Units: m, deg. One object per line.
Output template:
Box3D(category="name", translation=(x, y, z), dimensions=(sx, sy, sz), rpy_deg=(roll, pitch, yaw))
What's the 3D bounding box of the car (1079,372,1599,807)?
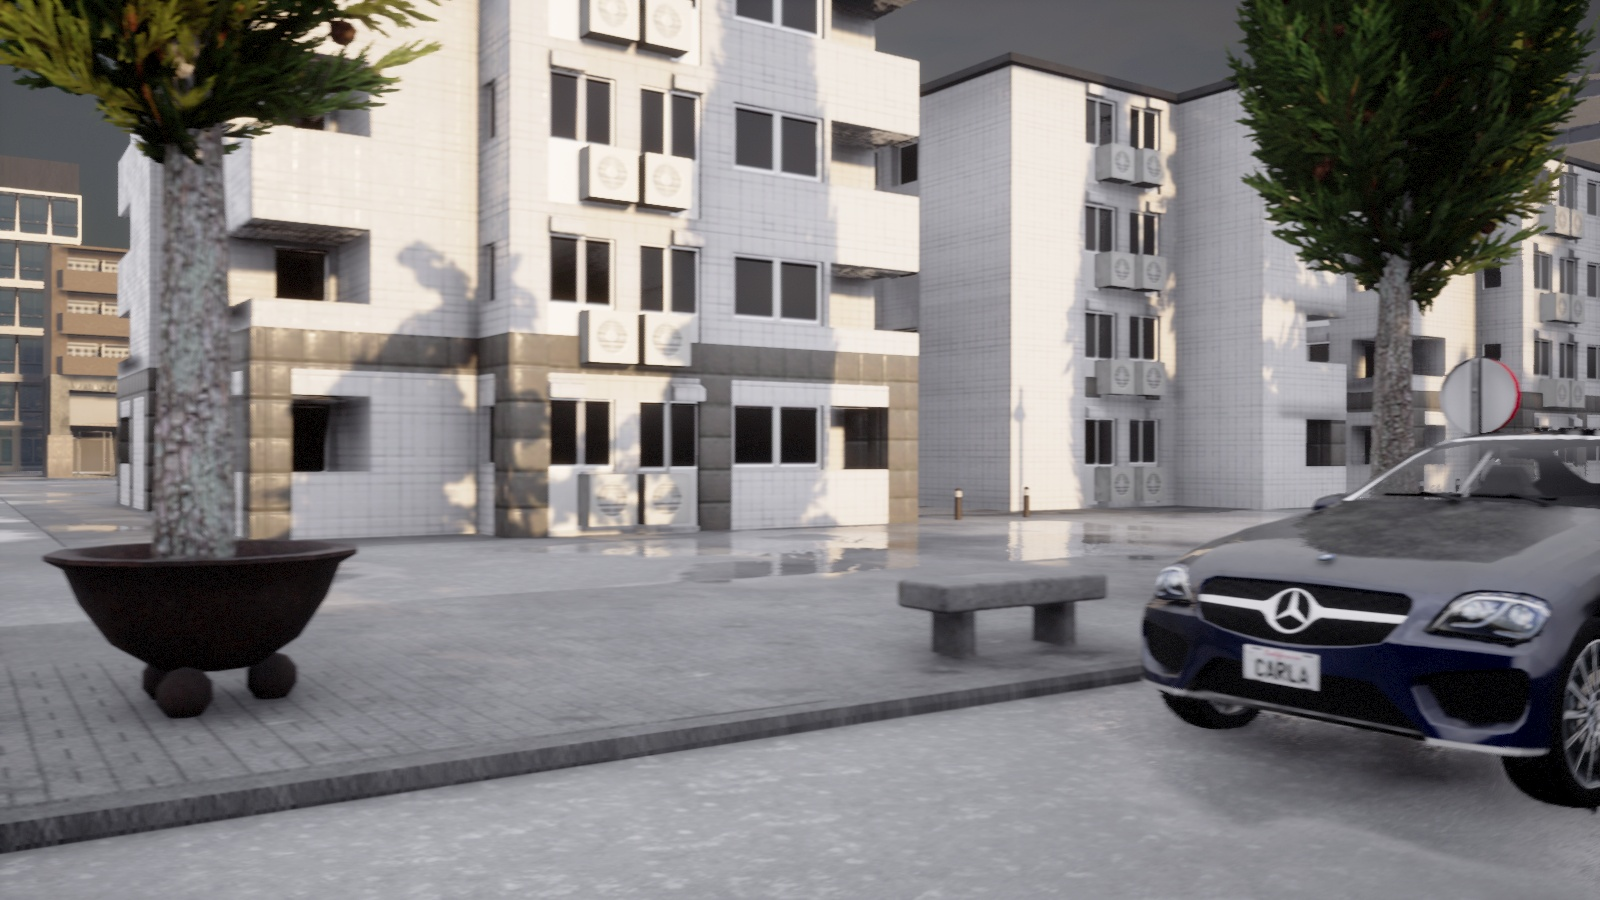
Box3D(category="car", translation=(4.136, 0.532, 7.075), dimensions=(5.027, 1.651, 2.152), rpy_deg=(0, 0, -34))
